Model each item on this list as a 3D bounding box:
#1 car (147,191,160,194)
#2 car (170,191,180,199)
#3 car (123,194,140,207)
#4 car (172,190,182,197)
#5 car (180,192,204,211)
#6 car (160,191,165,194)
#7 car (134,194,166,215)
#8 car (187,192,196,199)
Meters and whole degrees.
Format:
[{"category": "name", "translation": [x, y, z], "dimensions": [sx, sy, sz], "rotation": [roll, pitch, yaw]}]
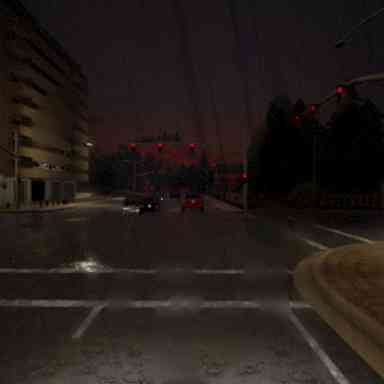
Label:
[{"category": "car", "translation": [-7.058, 0.820, 57.545], "dimensions": [1.812, 1.442, 4.674], "rotation": [0, 1, 1]}, {"category": "car", "translation": [-3.514, 0.622, 69.606], "dimensions": [1.882, 1.535, 5.008], "rotation": [0, 1, 0]}, {"category": "car", "translation": [-7.095, 0.979, 40.650], "dimensions": [1.882, 1.535, 5.008], "rotation": [0, 1, 0]}, {"category": "car", "translation": [-3.516, 0.416, 78.854], "dimensions": [2.128, 1.511, 4.902], "rotation": [0, 1, 0]}, {"category": "car", "translation": [0.093, 0.930, 34.370], "dimensions": [2.097, 1.767, 4.553], "rotation": [0, 1, 0]}, {"category": "car", "translation": [-7.015, 0.520, 72.636], "dimensions": [1.837, 1.490, 4.892], "rotation": [0, 1, 0]}, {"category": "car", "translation": [-3.402, 1.175, 29.044], "dimensions": [2.033, 1.411, 5.357], "rotation": [0, 0, 0]}, {"category": "car", "translation": [-0.014, 0.664, 69.864], "dimensions": [1.812, 1.442, 4.674], "rotation": [0, 1, 0]}]
